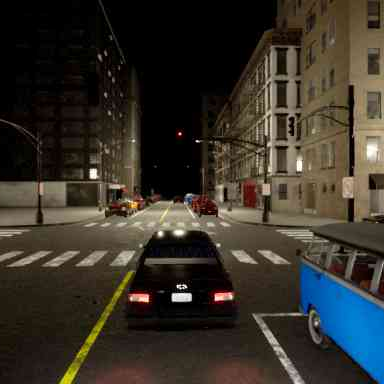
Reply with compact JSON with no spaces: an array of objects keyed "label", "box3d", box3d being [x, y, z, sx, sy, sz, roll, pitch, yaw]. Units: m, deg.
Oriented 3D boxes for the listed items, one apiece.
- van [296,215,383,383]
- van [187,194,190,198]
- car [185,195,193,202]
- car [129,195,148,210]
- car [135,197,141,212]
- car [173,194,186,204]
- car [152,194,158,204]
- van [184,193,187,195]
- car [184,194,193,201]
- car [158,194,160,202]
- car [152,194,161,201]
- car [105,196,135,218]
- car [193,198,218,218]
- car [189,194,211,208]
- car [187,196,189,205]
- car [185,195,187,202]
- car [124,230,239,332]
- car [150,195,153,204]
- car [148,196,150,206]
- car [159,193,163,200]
[{"label":"van","box3d":[2.537,1.341,3.689,1.690,1.788,3.998,0,0,-2]},{"label":"van","box3d":[0.461,1.339,52.163,1.690,1.788,3.998,0,0,-2]},{"label":"car","box3d":[-0.704,1.514,79.355,1.752,1.417,4.829,0,0,-2]},{"label":"car","box3d":[-7.094,1.315,41.010,2.192,1.841,5.009,0,0,-2]},{"label":"car","box3d":[-6.856,1.526,35.435,1.752,1.417,4.829,0,0,-2]},{"label":"car","box3d":[-2.480,1.521,61.340,1.812,1.442,4.674,0,0,-3]},{"label":"car","box3d":[-8.020,1.545,62.629,2.008,1.369,4.403,0,0,-2]},{"label":"van","box3d":[-0.465,1.331,73.780,1.690,1.788,3.998,0,0,-2]},{"label":"car","box3d":[-0.928,1.427,84.589,1.967,1.590,4.097,0,0,-2]},{"label":"car","box3d":[-8.252,1.558,68.033,1.947,1.339,4.313,0,0,-2]},{"label":"car","box3d":[-8.946,1.427,84.246,1.967,1.590,4.097,0,0,-2]},{"label":"car","box3d":[-6.631,1.440,30.201,1.967,1.590,4.097,0,0,-2]},{"label":"car","box3d":[1.386,1.545,30.544,1.887,1.381,4.507,0,0,-2]},{"label":"car","box3d":[1.155,1.315,35.949,2.192,1.841,5.009,0,0,-2]},{"label":"car","box3d":[0.692,1.544,46.758,1.887,1.381,4.507,0,0,-2]},{"label":"car","box3d":[0.229,1.562,57.567,1.947,1.339,4.313,0,0,-2]},{"label":"car","box3d":[-0.256,1.547,7.245,2.033,1.411,5.357,0,0,-2]},{"label":"car","box3d":[-7.557,1.564,51.819,1.947,1.339,4.313,0,0,-2]},{"label":"car","box3d":[-7.319,1.525,46.245,1.752,1.417,4.829,0,0,-2]},{"label":"car","box3d":[-8.715,1.304,78.842,2.192,1.841,5.009,0,0,-2]}]
